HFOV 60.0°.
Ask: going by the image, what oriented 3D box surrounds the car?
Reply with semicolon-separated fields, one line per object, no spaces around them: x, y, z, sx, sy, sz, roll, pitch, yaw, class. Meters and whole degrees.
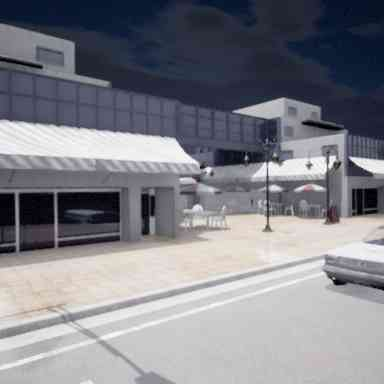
5.154;1.492;8.015;4.718;1.301;1.895;-1;0;-38;car
